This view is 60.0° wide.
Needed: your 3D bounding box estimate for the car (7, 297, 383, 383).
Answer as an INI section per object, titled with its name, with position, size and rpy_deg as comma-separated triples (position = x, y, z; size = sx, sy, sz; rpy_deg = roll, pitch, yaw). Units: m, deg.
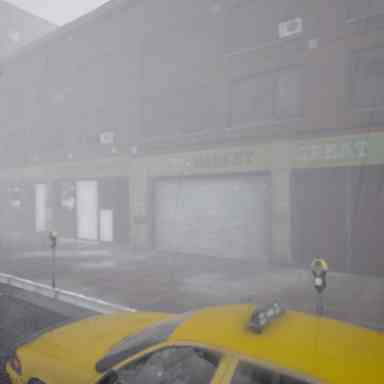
[car]
position = 0.335, 1.533, 2.643
size = 4.829, 1.417, 1.752
rpy_deg = 0, -1, 35
